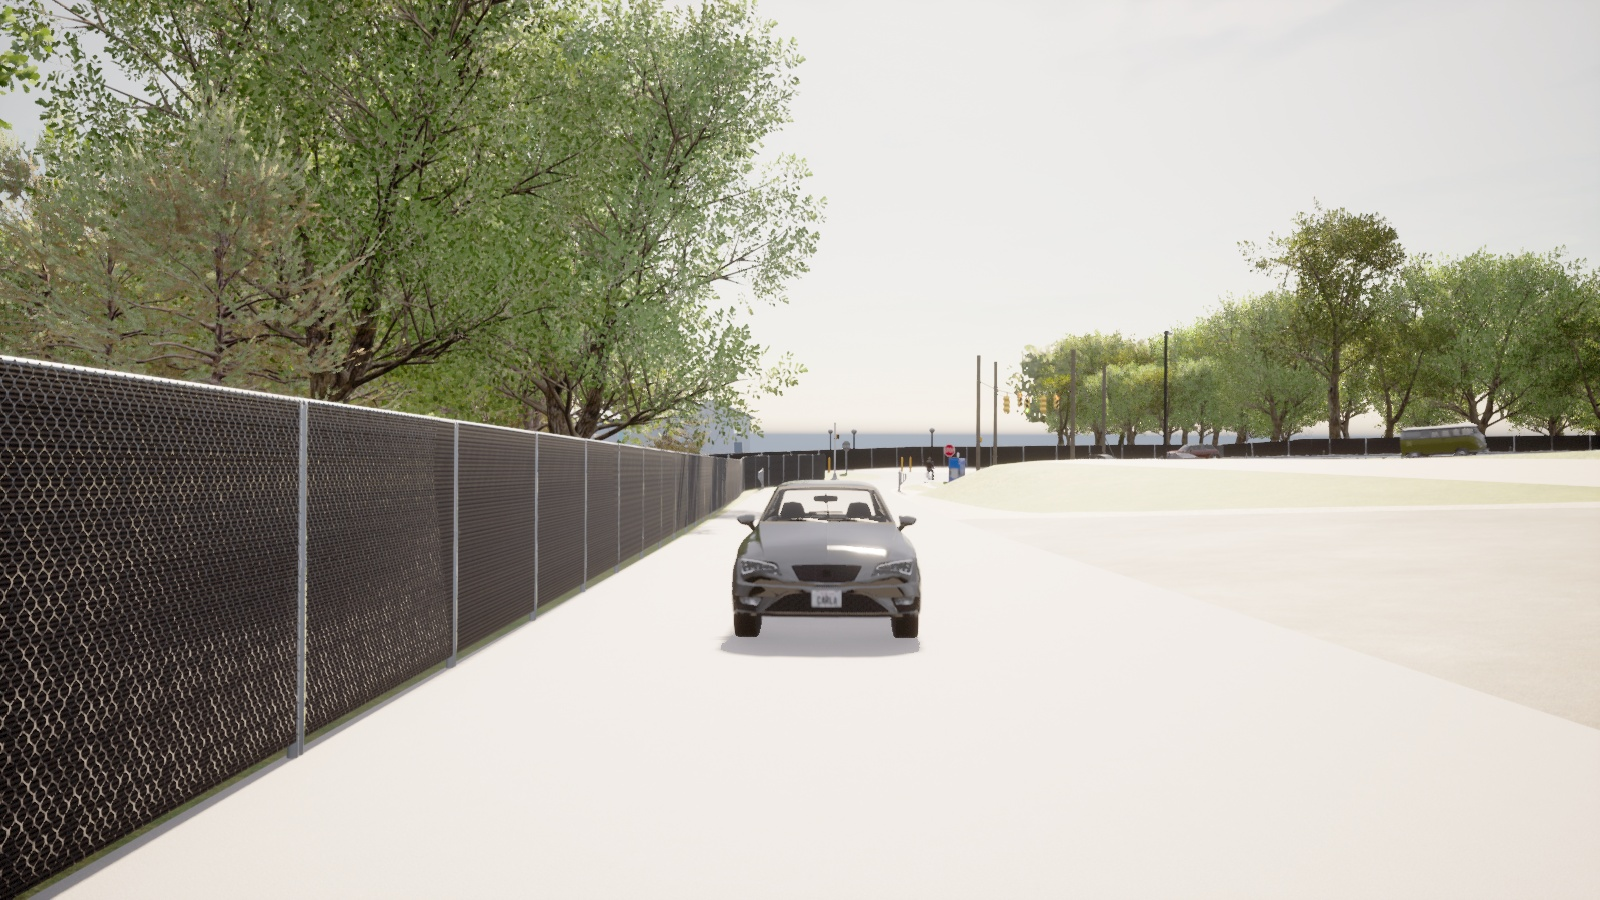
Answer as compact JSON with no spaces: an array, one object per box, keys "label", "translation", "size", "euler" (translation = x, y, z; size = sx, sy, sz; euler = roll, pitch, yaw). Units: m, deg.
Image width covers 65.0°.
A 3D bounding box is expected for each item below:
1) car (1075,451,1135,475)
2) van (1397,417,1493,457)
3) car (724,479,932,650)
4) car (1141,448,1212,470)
[{"label":"car","translation":[21.963,0.914,90.409],"size":[3.705,1.549,1.789],"euler":[-3,-1,43]},{"label":"van","translation":[36.867,-0.710,71.867],"size":[4.442,1.987,1.775],"euler":[-5,-2,44]},{"label":"car","translation":[0.286,1.053,13.092],"size":[1.816,1.474,4.193],"euler":[0,-1,1]},{"label":"car","translation":[27.489,0.694,91.976],"size":[2.033,1.411,5.357],"euler":[-1,-2,-22]}]
